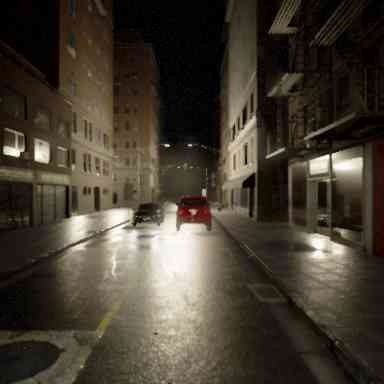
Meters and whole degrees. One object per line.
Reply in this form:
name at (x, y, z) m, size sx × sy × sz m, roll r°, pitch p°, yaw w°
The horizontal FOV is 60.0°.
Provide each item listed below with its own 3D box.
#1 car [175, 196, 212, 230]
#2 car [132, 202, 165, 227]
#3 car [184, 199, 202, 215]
car at (0.103, 1.286, 21.591) m, size 2.150 × 2.045 × 5.566 m, roll 0°, pitch 0°, yaw 0°
car at (-2.997, 1.490, 23.620) m, size 1.837 × 1.490 × 4.892 m, roll 0°, pitch 0°, yaw 0°
car at (0.103, 1.595, 36.438) m, size 1.882 × 1.535 × 5.008 m, roll 0°, pitch 0°, yaw -1°
